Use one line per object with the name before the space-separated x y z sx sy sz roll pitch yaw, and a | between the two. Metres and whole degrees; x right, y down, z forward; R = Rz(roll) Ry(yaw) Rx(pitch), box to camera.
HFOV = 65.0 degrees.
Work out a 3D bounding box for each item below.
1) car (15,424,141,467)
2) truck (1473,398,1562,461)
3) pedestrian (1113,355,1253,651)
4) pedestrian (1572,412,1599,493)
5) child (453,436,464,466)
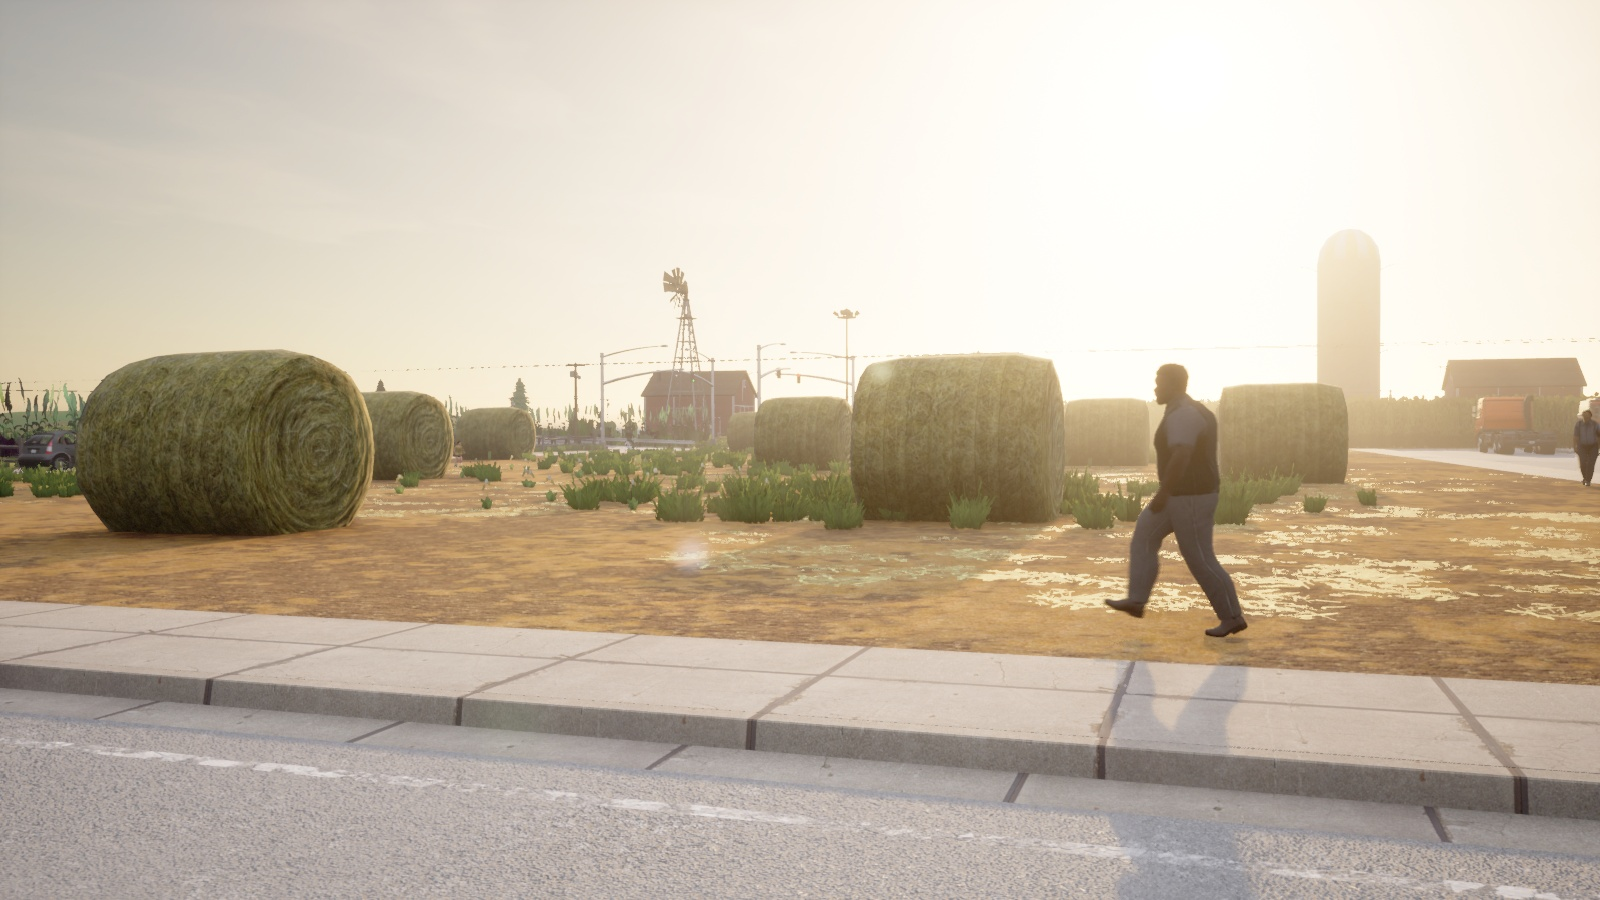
car | -28.137 -0.201 49.050 1.851 1.617 3.988 1 1 21
truck | 41.924 -1.204 73.670 2.891 3.462 7.936 1 1 18
pedestrian | 2.552 0.329 8.373 0.849 1.883 0.563 1 1 19
pedestrian | 18.224 0.060 29.052 0.540 1.848 0.694 1 1 36
child | -12.793 0.031 47.033 0.255 1.110 0.394 -1 1 -43
